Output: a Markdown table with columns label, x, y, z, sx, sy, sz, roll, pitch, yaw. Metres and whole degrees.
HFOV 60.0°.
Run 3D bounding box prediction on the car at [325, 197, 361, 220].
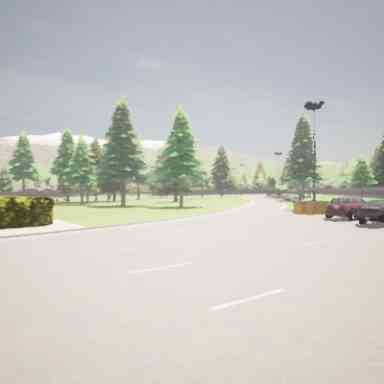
| label | x | y | z | sx | sy | sz | roll | pitch | yaw |
| --- | --- | --- | --- | --- | --- | --- | --- | --- | --- |
| car | 12.196 | 1.154 | 25.344 | 4.553 | 1.767 | 2.097 | -1 | 0 | -35 |

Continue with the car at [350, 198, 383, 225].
| label | x | y | z | sx | sy | sz | roll | pitch | yaw |
| --- | --- | --- | --- | --- | --- | --- | --- | --- | --- |
| car | 12.411 | 1.324 | 21.198 | 4.892 | 1.490 | 1.837 | 0 | 0 | -35 |
